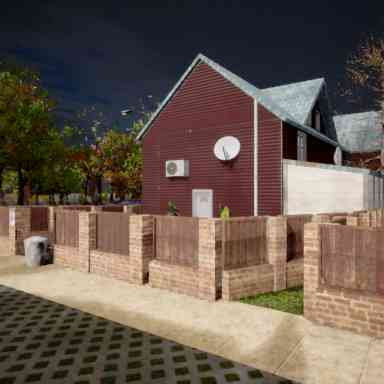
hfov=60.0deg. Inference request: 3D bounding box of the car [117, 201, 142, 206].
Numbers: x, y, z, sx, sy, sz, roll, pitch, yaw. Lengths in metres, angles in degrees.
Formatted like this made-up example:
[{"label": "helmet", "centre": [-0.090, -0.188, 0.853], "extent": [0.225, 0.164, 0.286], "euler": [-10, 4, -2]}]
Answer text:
[{"label": "car", "centre": [-6.836, 1.645, 36.307], "extent": [2.033, 1.411, 5.357], "euler": [0, 0, 35]}]
